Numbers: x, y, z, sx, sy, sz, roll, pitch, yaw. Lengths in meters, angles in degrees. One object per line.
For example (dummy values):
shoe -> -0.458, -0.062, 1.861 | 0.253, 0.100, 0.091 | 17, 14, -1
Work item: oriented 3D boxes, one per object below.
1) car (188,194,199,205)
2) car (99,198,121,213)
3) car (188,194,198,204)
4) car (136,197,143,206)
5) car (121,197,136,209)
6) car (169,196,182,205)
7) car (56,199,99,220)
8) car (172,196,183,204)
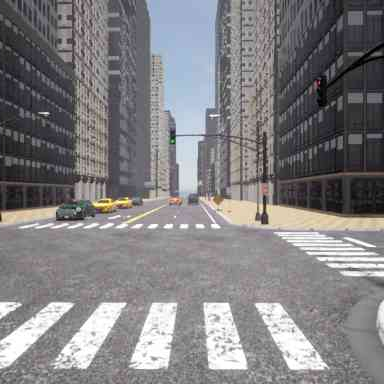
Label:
car -> 0.252, 1.603, 60.120 | 1.837, 1.490, 4.892 | 0, 0, 0
car -> -9.757, 1.514, 37.385 | 1.882, 1.535, 5.008 | 0, 0, 0
car -> 0.251, 1.358, 70.328 | 2.150, 2.045, 5.566 | 0, 0, 0
car -> -9.659, 1.638, 57.715 | 2.033, 1.411, 5.357 | 0, 0, 1
car -> -9.727, 1.536, 47.067 | 1.882, 1.535, 5.008 | 0, 0, 0
car -> -2.997, 1.450, 59.907 | 2.097, 1.767, 4.553 | 0, 0, 0
car -> -9.778, 1.373, 28.198 | 2.097, 1.767, 4.553 | 0, 0, 0
car -> -3.001, 1.631, 70.096 | 2.128, 1.511, 4.902 | 0, 0, 0
